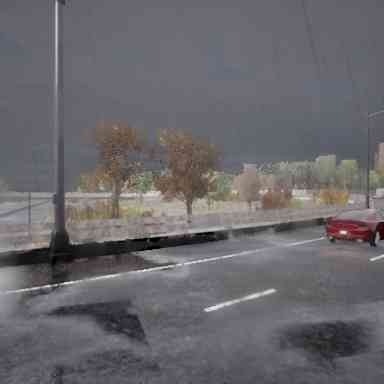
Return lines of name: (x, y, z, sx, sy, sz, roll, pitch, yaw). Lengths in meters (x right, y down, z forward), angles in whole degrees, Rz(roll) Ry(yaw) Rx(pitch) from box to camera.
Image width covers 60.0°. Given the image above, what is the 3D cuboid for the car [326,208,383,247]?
car: (7.922, 1.483, 15.180, 5.008, 1.535, 1.882, 0, 0, -44)
